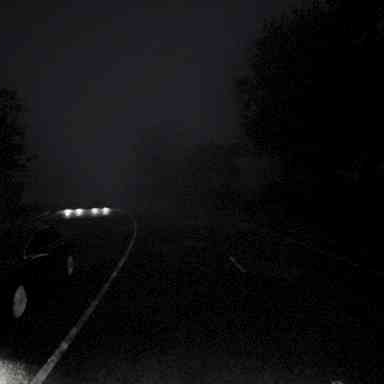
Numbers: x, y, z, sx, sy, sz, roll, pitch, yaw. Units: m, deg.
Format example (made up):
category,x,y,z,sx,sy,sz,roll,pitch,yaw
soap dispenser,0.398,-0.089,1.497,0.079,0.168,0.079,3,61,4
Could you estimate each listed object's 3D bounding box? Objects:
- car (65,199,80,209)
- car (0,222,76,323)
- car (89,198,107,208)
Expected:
category,x,y,z,sx,sy,sz,roll,pitch,yaw
car,-16.833,1.657,46.777,1.895,1.301,4.718,-2,0,-24
car,-3.949,1.482,7.142,1.837,1.490,4.892,0,0,-3
car,-13.636,1.559,48.197,1.895,1.301,4.718,-2,1,-24
